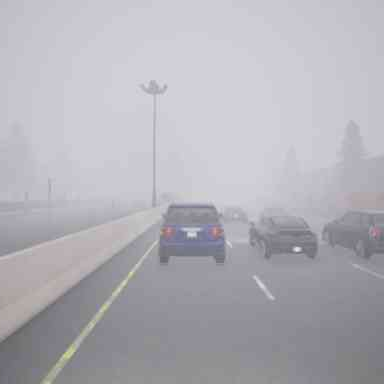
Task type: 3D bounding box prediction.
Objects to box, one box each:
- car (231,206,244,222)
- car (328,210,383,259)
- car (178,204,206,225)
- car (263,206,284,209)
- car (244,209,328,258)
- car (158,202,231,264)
[{"bbox_3d":[3.516,1.880,28.408,1.994,1.385,4.181,0,-1,0],"label":"car"},{"bbox_3d":[7.016,1.501,13.406,2.097,1.767,4.553,0,-1,0],"label":"car"},{"bbox_3d":[0.012,1.809,28.483,2.128,1.511,4.902,0,0,0],"label":"car"},{"bbox_3d":[7.016,1.881,28.487,1.994,1.385,4.181,0,-1,0],"label":"car"},{"bbox_3d":[3.515,1.658,13.484,1.837,1.490,4.892,0,0,0],"label":"car"},{"bbox_3d":[0.007,1.365,12.533,2.150,2.045,5.566,0,0,0],"label":"car"}]
